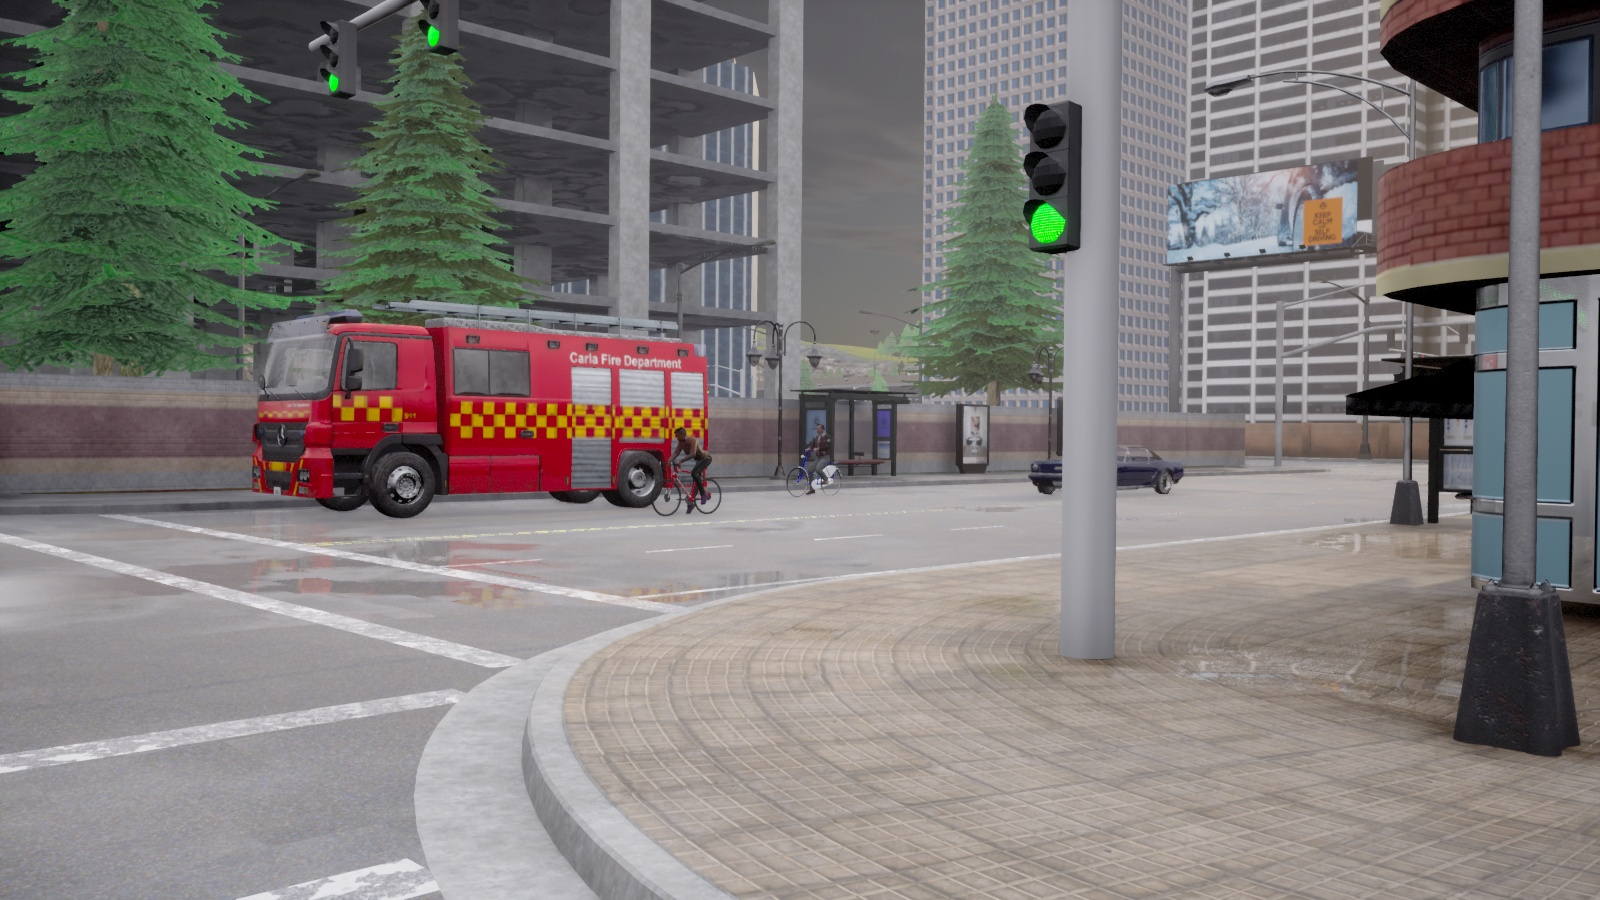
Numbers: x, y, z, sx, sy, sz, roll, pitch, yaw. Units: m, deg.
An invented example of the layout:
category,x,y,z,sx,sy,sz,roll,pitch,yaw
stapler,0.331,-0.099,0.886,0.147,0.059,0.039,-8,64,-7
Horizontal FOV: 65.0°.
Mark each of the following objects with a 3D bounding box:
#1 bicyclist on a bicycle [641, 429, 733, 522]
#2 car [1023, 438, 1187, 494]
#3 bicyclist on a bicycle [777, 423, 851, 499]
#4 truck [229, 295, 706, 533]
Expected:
category,x,y,z,sx,sy,sz,roll,pitch,yaw
bicyclist on a bicycle,-2.060,0.443,23.091,1.656,1.620,0.582,-2,1,-44
car,7.989,0.369,32.636,4.718,1.301,1.895,-1,1,-43
bicyclist on a bicycle,0.346,0.242,30.206,1.843,1.776,0.659,-1,1,-44
truck,-6.031,-0.653,24.140,8.468,3.827,2.891,-1,1,-44
